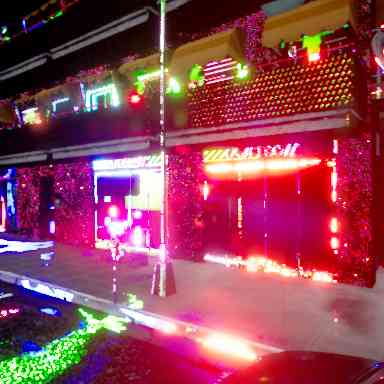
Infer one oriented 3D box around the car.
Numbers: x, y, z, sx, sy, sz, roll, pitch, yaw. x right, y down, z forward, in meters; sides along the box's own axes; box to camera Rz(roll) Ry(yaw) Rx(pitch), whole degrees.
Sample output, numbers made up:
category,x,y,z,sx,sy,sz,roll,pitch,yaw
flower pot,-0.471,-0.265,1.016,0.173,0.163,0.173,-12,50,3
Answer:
category,x,y,z,sx,sy,sz,roll,pitch,yaw
car,1.957,1.548,1.476,4.403,1.369,2.008,0,0,36
